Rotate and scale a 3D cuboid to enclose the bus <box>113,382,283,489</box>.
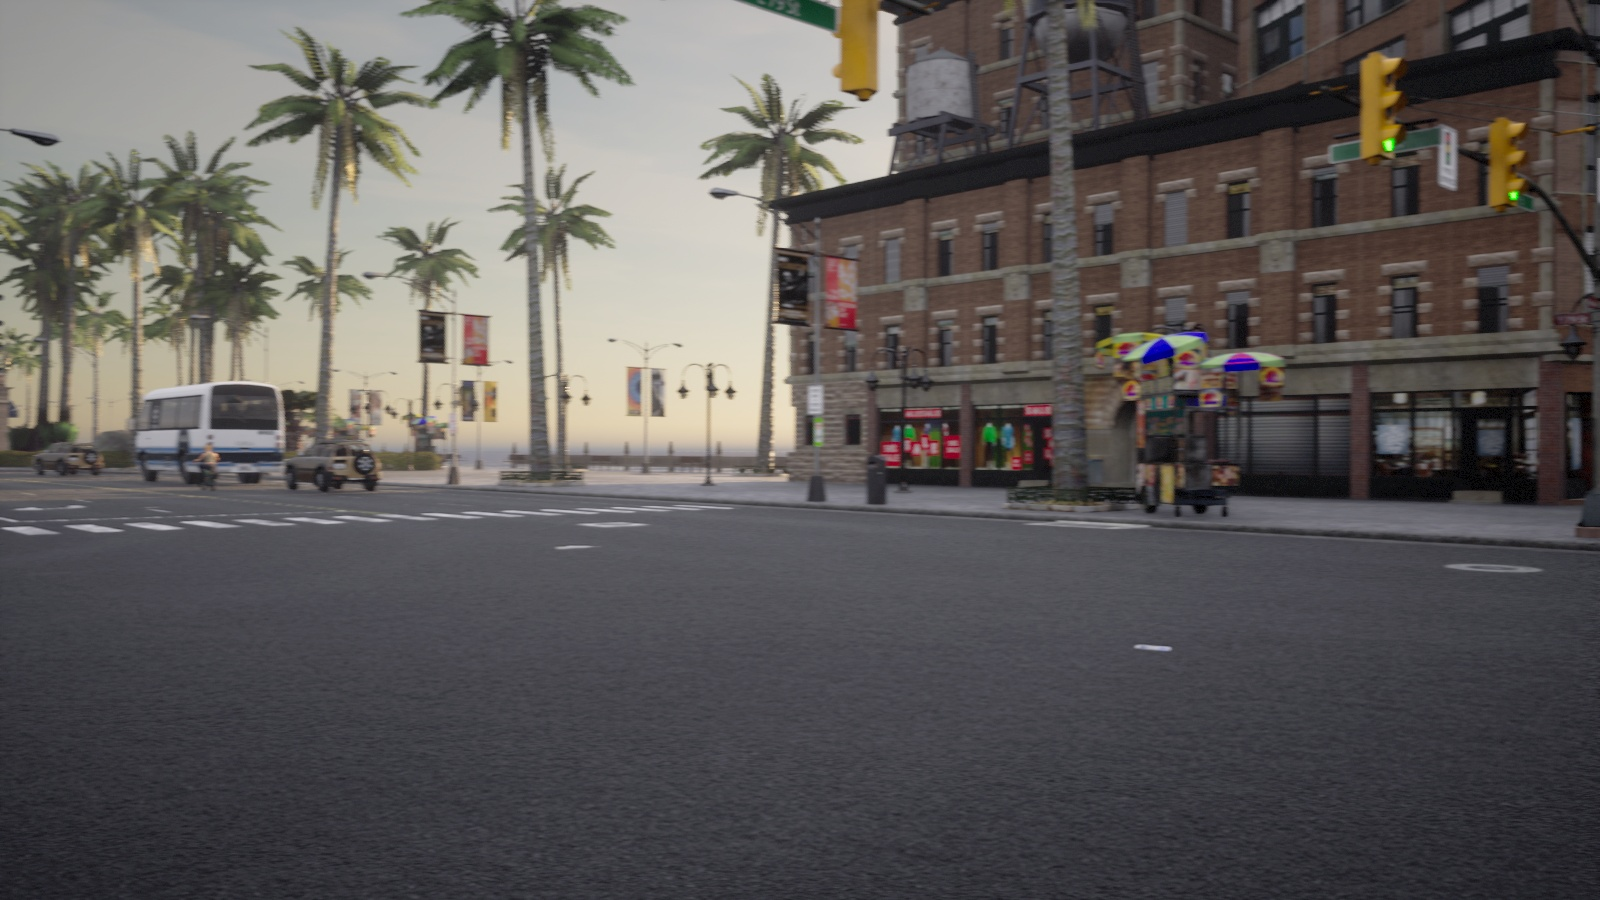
[{"bbox_3d":[-26.569,-0.579,55.070,3.944,4.253,10.273,0,0,-42],"label":"bus"}]

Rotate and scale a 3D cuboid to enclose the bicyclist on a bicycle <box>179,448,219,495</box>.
[{"bbox_3d":[-20.917,0.723,43.669,0.866,1.612,1.509,0,0,-42],"label":"bicyclist on a bicycle"}]

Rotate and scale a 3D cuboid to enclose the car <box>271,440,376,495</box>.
[{"bbox_3d":[-16.918,0.599,44.485,1.932,1.855,4.605,0,0,-42],"label":"car"}]

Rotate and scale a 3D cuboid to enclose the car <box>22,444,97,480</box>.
[{"bbox_3d":[-39.982,0.634,67.772,4.605,1.855,1.932,0,0,38],"label":"car"}]
